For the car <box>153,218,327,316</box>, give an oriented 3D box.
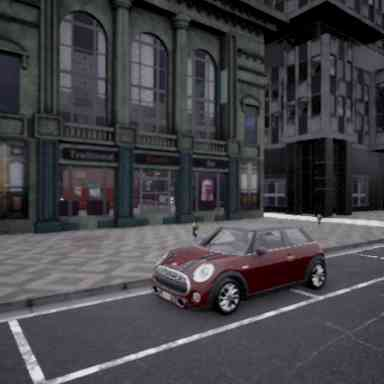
[{"bbox_3d":[1.148,1.439,7.463,4.097,1.590,1.967,0,0,-36],"label":"car"}]
